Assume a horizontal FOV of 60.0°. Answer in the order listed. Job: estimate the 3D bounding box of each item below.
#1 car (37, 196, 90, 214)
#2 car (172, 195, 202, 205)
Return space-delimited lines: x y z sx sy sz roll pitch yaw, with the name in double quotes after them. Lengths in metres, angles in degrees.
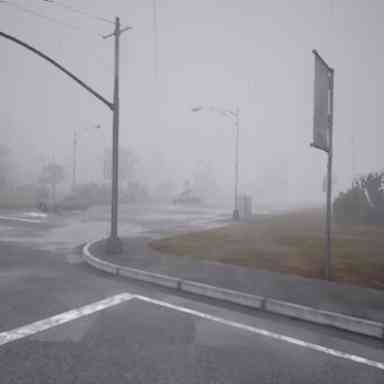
-10.623 0.998 27.700 1.994 1.385 4.181 2 1 32 "car"
-0.651 1.013 43.554 1.895 1.301 4.718 2 1 32 "car"
